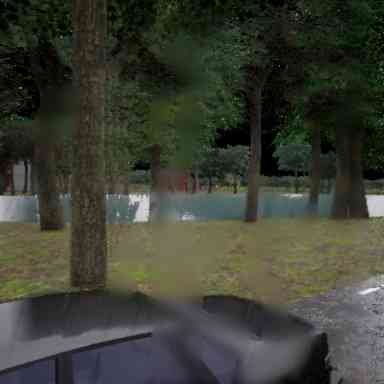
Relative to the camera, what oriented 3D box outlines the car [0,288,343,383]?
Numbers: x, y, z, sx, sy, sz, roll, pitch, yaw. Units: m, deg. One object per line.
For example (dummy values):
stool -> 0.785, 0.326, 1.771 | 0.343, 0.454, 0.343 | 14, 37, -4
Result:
car -> -1.172, 1.547, 2.230 | 5.357, 1.411, 2.033 | 0, 0, -35
